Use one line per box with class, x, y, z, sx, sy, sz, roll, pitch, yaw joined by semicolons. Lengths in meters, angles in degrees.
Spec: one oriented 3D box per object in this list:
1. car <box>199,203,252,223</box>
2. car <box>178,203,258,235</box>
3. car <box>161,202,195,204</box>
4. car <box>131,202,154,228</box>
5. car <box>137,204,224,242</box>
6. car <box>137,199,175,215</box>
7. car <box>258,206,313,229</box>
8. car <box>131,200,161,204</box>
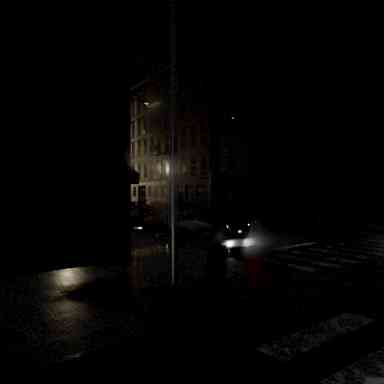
car;2.531;1.578;25.888;1.802;1.307;4.206;0;0;-35
car;0.951;1.565;18.691;2.033;1.411;5.357;0;0;-32
car;-0.608;1.565;30.297;1.947;1.339;4.313;0;0;-35
car;-4.012;1.584;21.241;2.008;1.369;4.403;0;0;-35
car;-0.774;1.554;16.693;1.752;1.417;4.829;0;0;-35
car;-3.846;1.528;34.845;1.752;1.417;4.829;0;0;-35
car;5.671;1.557;21.479;1.947;1.339;4.313;0;0;-35
car;-4.805;1.517;26.733;2.128;1.511;4.902;0;0;-35
